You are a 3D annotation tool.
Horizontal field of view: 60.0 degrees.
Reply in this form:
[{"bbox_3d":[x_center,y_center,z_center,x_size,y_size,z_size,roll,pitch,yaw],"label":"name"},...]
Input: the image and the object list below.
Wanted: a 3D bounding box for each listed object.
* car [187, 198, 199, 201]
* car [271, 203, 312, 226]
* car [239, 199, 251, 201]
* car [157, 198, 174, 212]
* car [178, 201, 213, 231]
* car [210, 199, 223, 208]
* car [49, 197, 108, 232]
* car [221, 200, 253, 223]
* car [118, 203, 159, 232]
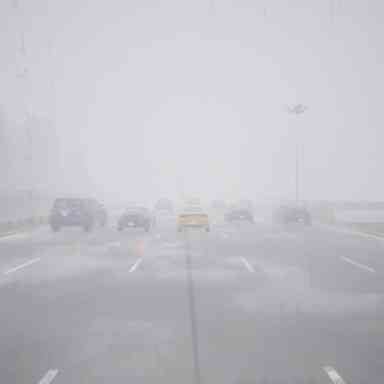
[{"bbox_3d":[0.100,1.515,42.123,2.097,1.767,4.553,0,0,0],"label":"car"},{"bbox_3d":[7.099,1.600,24.100,1.837,1.490,4.892,0,0,0],"label":"car"},{"bbox_3d":[7.100,1.681,45.208,1.837,1.490,4.892,0,0,0],"label":"car"},{"bbox_3d":[-3.399,1.514,41.942,2.097,1.767,4.553,0,0,0],"label":"car"},{"bbox_3d":[0.099,1.561,21.371,1.882,1.535,5.008,0,0,0],"label":"car"},{"bbox_3d":[3.601,1.659,46.986,1.882,1.535,5.008,0,0,0],"label":"car"},{"bbox_3d":[-6.901,1.305,20.706,2.150,2.045,5.566,0,0,0],"label":"car"},{"bbox_3d":[3.601,1.627,26.104,1.812,1.442,4.674,0,0,0],"label":"car"},{"bbox_3d":[-3.399,1.607,20.806,1.812,1.442,4.674,0,0,0],"label":"car"}]
